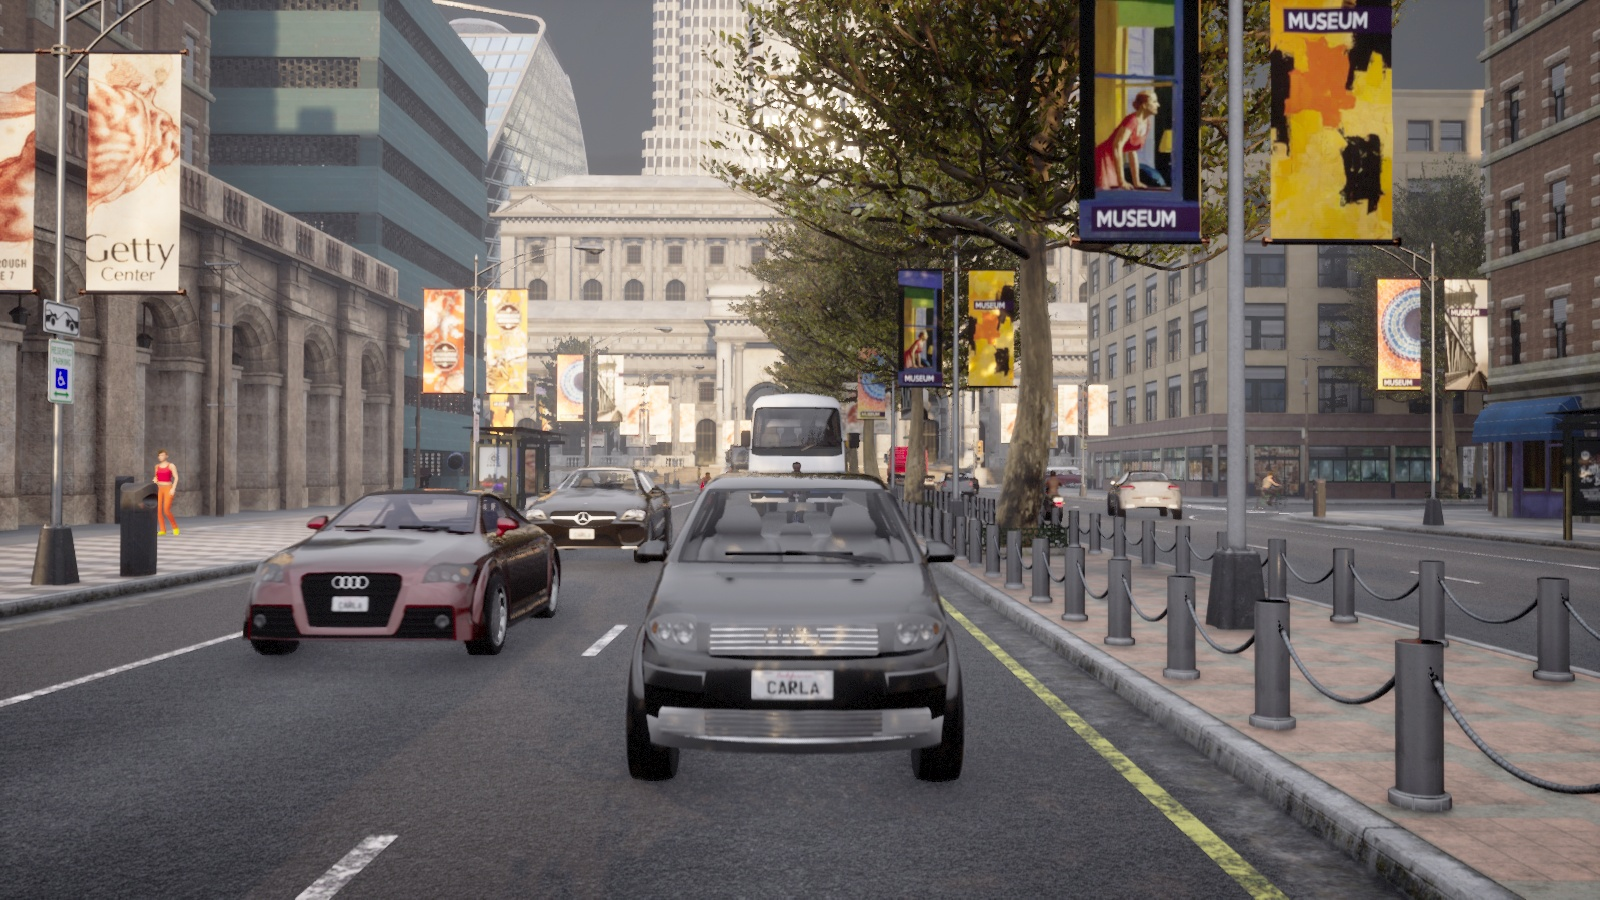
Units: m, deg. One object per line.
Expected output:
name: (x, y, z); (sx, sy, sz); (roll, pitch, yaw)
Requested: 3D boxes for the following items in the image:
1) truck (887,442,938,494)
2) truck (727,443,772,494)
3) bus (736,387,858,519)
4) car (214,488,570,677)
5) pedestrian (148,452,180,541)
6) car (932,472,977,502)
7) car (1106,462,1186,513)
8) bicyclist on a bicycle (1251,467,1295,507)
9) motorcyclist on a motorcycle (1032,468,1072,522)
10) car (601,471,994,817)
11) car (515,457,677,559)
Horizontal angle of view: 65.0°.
truck: (7.771, 1.258, 87.982); (2.891, 3.462, 7.936); (0, -1, 0)
truck: (-3.712, 1.346, 90.510); (2.891, 3.462, 7.936); (0, -1, -4)
bus: (-0.109, 0.196, 45.735); (3.944, 4.253, 10.273); (0, -1, 0)
car: (-3.527, 1.087, 11.773); (1.994, 1.385, 4.181); (0, -1, 0)
pedestrian: (-13.221, 0.956, 26.114); (0.345, 1.836, 0.594); (0, -1, 4)
car: (7.854, 1.861, 64.241); (1.845, 1.501, 3.633); (0, -1, 0)
car: (11.945, 1.268, 43.626); (2.152, 1.651, 5.027); (0, -1, 10)
bicyclist on a bicycle: (19.541, 1.532, 51.887); (1.509, 1.612, 0.866); (0, 1, -19)
motorcyclist on a motorcycle: (7.910, 1.388, 39.537); (0.766, 1.649, 2.350); (0, -1, 0)
car: (-0.017, 0.916, 7.577); (1.789, 1.549, 3.705); (0, -1, 0)
car: (-3.553, 0.987, 22.910); (2.152, 1.651, 5.027); (0, -1, 0)
